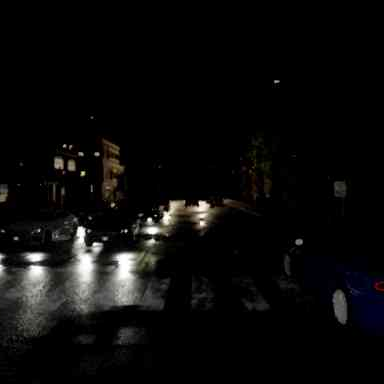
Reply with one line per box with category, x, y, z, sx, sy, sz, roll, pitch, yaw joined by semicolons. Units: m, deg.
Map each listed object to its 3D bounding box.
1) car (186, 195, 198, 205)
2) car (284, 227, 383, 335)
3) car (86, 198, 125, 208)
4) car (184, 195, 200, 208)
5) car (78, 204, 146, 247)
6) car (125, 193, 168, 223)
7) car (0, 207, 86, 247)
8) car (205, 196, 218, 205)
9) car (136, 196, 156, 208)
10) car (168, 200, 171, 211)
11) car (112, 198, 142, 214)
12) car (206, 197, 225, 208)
car;0.011;1.287;55.516;1.882;1.535;5.008;0;0;0
car;3.352;1.454;6.843;1.882;1.535;5.008;0;0;0
car;-6.591;1.410;24.091;2.128;1.511;4.902;0;0;0
car;0.008;1.351;45.097;1.837;1.490;4.892;0;0;0
car;-3.350;1.475;14.882;1.812;1.442;4.674;0;0;-2
car;-3.337;1.137;24.828;2.150;2.045;5.566;0;0;1
car;-6.593;1.475;14.918;1.812;1.442;4.674;0;0;2
car;3.261;1.410;55.549;1.895;1.301;4.718;0;0;0
car;-6.508;1.386;47.460;2.033;1.411;5.357;0;0;0
car;-3.319;1.358;35.195;1.882;1.535;5.008;0;0;1
car;-6.569;1.375;34.346;2.128;1.511;4.902;0;0;0
car;3.358;1.394;44.939;2.033;1.411;5.357;0;0;0
